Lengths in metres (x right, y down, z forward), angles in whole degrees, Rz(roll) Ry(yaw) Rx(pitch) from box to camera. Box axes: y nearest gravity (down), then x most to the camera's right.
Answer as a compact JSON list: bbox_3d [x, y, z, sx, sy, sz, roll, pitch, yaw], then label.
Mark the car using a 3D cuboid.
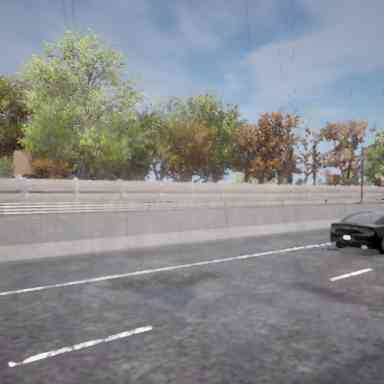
[{"bbox_3d":[7.693,1.507,13.588,5.008,1.535,1.882,0,0,-35],"label":"car"}]
